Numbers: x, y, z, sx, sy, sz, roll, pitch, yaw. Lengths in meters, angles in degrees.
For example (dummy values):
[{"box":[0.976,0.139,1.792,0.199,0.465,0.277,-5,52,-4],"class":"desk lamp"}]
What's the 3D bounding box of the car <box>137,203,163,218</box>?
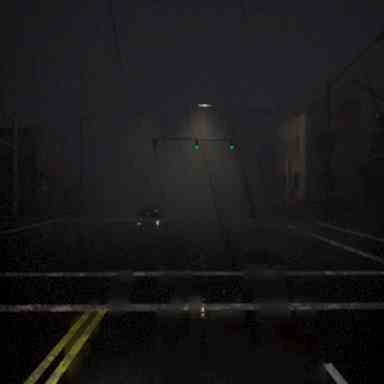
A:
[{"box":[-3.531,1.653,28.556,1.812,1.442,4.674,0,-6,0],"class":"car"}]
